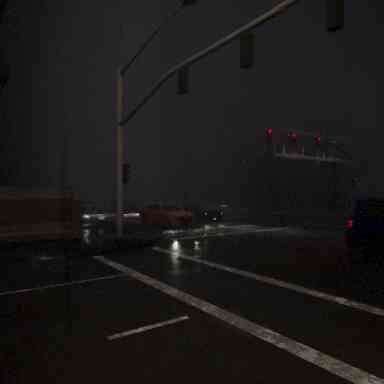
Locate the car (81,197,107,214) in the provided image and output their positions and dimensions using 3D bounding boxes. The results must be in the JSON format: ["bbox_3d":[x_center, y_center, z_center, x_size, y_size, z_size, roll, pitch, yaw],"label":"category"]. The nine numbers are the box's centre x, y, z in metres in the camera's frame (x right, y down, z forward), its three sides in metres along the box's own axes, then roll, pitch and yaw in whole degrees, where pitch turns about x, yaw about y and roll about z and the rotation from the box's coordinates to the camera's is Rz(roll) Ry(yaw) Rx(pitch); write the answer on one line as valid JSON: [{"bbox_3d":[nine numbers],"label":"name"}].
[{"bbox_3d":[-10.994,1.525,35.157,1.812,1.442,4.674,0,0,-36],"label":"car"}]

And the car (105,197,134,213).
[{"bbox_3d":[-7.533,1.547,36.339,2.033,1.411,5.357,0,0,-36],"label":"car"}]

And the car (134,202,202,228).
[{"bbox_3d":[-1.764,1.478,22.310,1.882,1.535,5.008,0,1,-36],"label":"car"}]

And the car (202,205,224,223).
[{"bbox_3d":[0.323,1.601,25.409,1.895,1.301,4.718,0,0,-36],"label":"car"}]

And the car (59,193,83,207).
[{"bbox_3d":[-19.138,1.223,52.606,2.150,2.045,5.566,0,0,-35],"label":"car"}]

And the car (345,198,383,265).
[{"bbox_3d":[7.363,1.221,9.607,2.150,2.045,5.566,0,0,-36],"label":"car"}]
